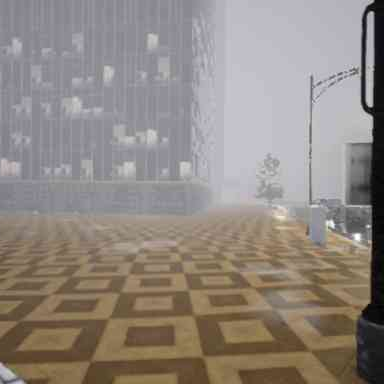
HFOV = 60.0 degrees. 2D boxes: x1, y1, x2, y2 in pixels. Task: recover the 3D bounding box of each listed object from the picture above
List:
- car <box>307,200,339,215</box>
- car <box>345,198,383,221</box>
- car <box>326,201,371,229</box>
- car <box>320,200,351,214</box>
[{"bbox_3d":[12.225,1.549,31.683,2.128,1.511,4.902,1,0,9],"label":"car"},{"bbox_3d":[15.159,1.441,29.235,2.097,1.767,4.553,1,0,10],"label":"car"},{"bbox_3d":[10.657,1.581,21.795,2.033,1.411,5.357,1,0,9],"label":"car"},{"bbox_3d":[16.625,1.662,38.803,2.033,1.411,5.357,1,0,9],"label":"car"}]
